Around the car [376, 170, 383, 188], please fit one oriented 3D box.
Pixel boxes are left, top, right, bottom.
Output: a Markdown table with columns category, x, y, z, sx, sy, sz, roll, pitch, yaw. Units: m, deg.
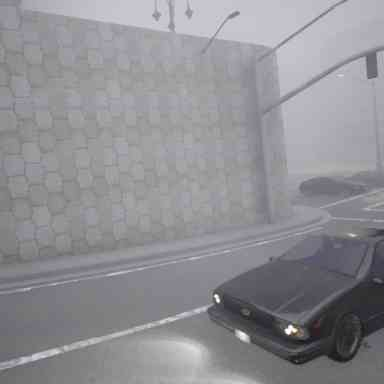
| category | x | y | z | sx | sy | sz | roll | pitch | yaw |
| --- | --- | --- | --- | --- | --- | --- | --- | --- | --- |
| car | 13.701 | -0.932 | 24.832 | 2.033 | 1.411 | 5.357 | -11 | 6 | -38 |

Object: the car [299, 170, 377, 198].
| category | x | y | z | sx | sy | sz | roll | pitch | yaw |
| --- | --- | --- | --- | --- | --- | --- | --- | --- | --- |
| car | 10.023 | -0.435 | 23.743 | 1.837 | 1.490 | 4.892 | -10 | 5 | -34 |

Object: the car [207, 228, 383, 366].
| category | x | y | z | sx | sy | sz | roll | pitch | yaw |
| --- | --- | --- | --- | --- | --- | --- | --- | --- | --- |
| car | 2.868 | 1.403 | 5.890 | 5.357 | 1.411 | 2.033 | -3 | 2 | -34 |
